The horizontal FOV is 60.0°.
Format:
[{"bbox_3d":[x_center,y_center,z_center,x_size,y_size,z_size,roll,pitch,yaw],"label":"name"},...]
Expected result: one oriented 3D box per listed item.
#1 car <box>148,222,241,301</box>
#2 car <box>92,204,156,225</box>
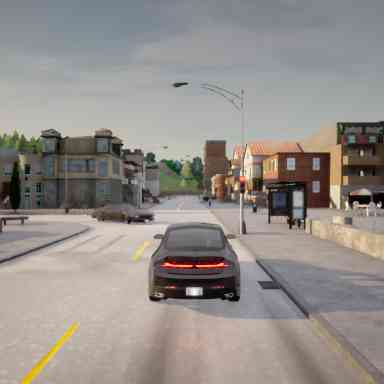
[{"bbox_3d":[0.064,1.505,8.288,1.837,1.490,4.892,0,0,1],"label":"car"},{"bbox_3d":[-5.075,1.547,24.112,5.357,1.411,2.033,0,0,39],"label":"car"}]
